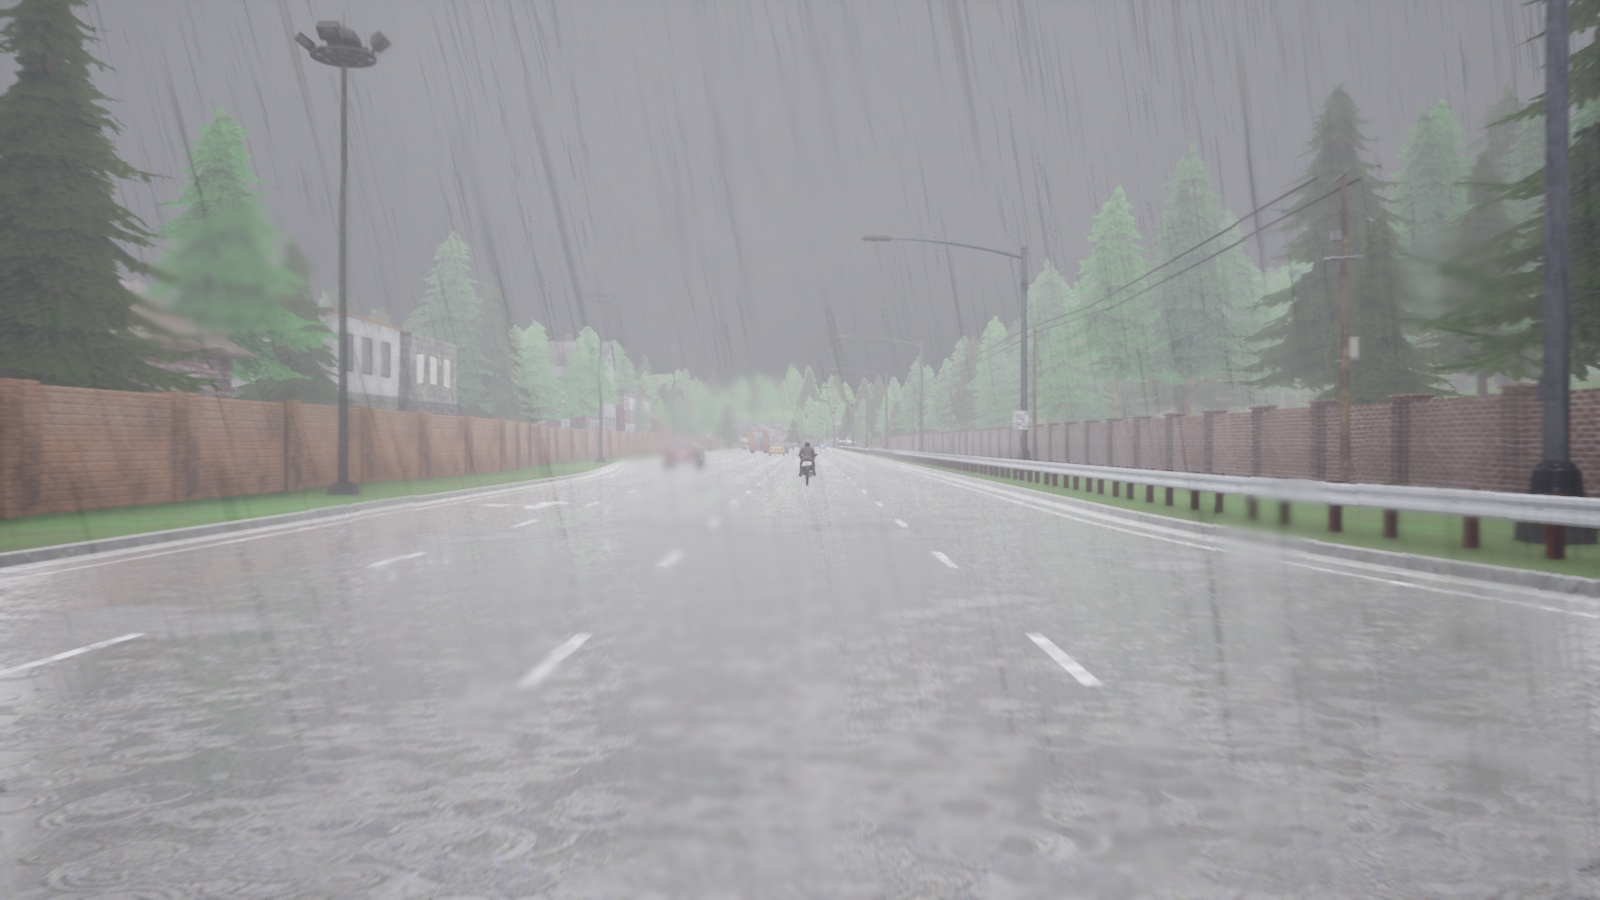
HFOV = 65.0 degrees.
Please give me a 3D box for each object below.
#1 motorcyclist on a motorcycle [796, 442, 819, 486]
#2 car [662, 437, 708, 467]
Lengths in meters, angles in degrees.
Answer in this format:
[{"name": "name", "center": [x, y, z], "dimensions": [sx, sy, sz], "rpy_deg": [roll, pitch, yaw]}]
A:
[{"name": "motorcyclist on a motorcycle", "center": [0.255, 0.480, 44.341], "dimensions": [0.797, 1.523, 2.044], "rpy_deg": [0, 0, 0]}, {"name": "car", "center": [-6.594, 0.113, 72.390], "dimensions": [2.152, 1.651, 5.027], "rpy_deg": [0, 0, 0]}]
